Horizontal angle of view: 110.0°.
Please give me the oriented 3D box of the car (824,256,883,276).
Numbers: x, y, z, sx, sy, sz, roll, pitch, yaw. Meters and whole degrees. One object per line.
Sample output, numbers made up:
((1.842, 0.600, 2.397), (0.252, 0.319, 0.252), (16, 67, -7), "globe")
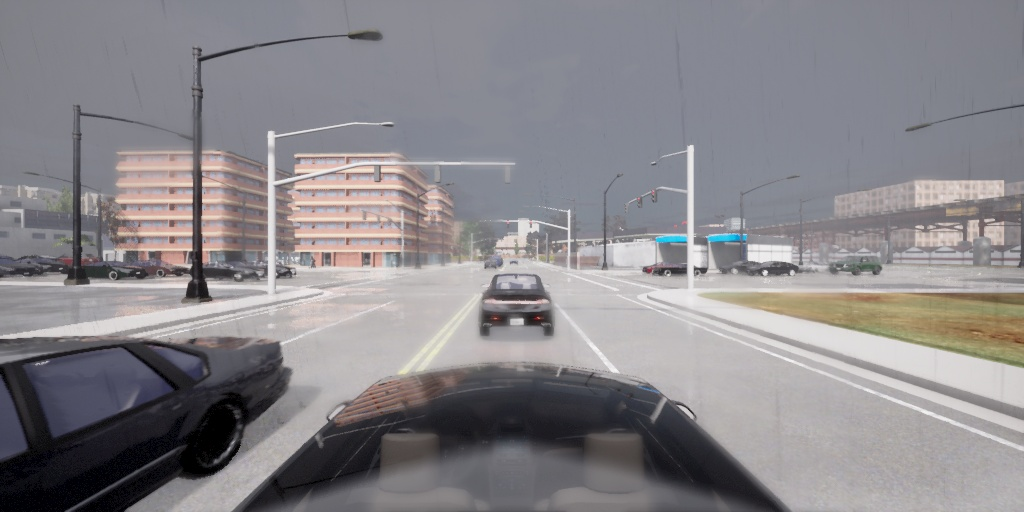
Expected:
((36.327, 0.971, 37.836), (5.566, 2.045, 2.150), (0, 0, -19), "car")

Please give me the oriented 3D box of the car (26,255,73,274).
((-40.295, 0.868, 30.478), (4.181, 1.385, 1.994), (1, 0, 1), "car")

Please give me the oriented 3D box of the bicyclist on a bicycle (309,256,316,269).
((-25.928, 0.844, 46.605), (0.582, 1.620, 1.656), (1, 0, 1), "bicyclist on a bicycle")

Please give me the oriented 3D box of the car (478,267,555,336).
((0.121, 1.242, 10.320), (2.128, 1.511, 4.902), (0, 0, 0), "car")

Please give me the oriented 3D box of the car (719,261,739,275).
((25.218, 1.255, 39.234), (4.892, 1.490, 1.837), (0, 0, -5), "car")

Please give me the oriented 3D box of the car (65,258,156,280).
((-29.790, 1.054, 26.708), (4.181, 1.385, 1.994), (1, 0, 1), "car")

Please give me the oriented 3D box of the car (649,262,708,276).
((16.634, 1.351, 35.629), (4.718, 1.301, 1.895), (0, 0, 0), "car")

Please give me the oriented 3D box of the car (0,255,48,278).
((-39.043, 0.875, 26.943), (5.357, 1.411, 2.033), (1, 0, 1), "car")

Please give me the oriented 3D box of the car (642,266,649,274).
((16.474, 1.314, 39.157), (4.181, 1.385, 1.994), (0, 0, 1), "car")

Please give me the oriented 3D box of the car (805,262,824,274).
((34.884, 1.351, 41.006), (4.718, 1.301, 1.895), (0, 0, -19), "car")

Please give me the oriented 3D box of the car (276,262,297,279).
((-20.661, 1.109, 29.976), (4.902, 1.511, 2.128), (1, 0, 1), "car")

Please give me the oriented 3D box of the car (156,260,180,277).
((-30.404, 1.025, 30.227), (5.357, 1.411, 2.033), (1, 0, 1), "car")

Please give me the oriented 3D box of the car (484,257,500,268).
((-3.318, 1.255, 56.762), (1.837, 1.490, 4.892), (0, 0, 0), "car")

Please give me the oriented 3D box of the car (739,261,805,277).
((25.913, 1.255, 35.781), (4.892, 1.490, 1.837), (0, 0, -5), "car")

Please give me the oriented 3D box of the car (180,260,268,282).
((-20.950, 1.109, 26.485), (4.902, 1.511, 2.128), (1, 0, 1), "car")

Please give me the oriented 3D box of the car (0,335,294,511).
((-3.599, 1.297, 2.007), (2.033, 1.411, 5.357), (0, 0, 0), "car")

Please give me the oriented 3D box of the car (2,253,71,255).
((-50.378, 0.628, 37.870), (4.892, 1.490, 1.837), (1, 0, 2), "car")
